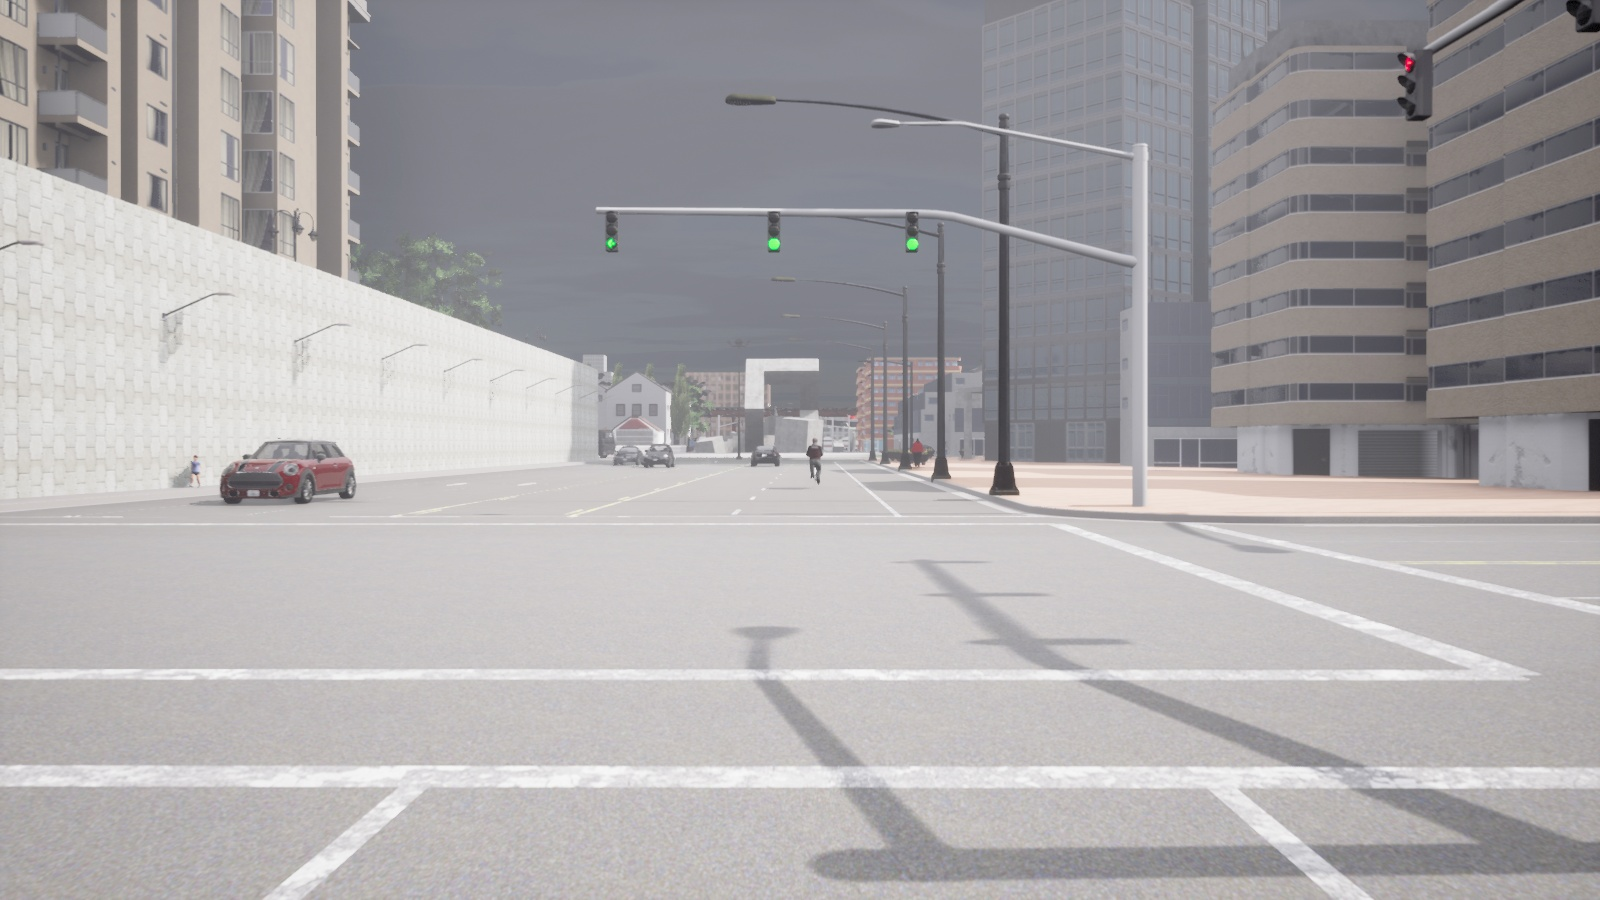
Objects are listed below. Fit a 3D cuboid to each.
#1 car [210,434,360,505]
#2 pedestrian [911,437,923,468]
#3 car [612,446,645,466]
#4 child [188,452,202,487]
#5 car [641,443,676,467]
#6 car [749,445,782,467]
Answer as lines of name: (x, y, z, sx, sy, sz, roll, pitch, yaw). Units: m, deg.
car: (-13.603, 0.473, 33.486, 2.097, 1.767, 4.553, 0, 0, 1)
pedestrian: (7.073, 0.133, 75.807, 0.634, 1.844, 0.899, 0, 0, -2)
car: (-12.889, 0.419, 94.737, 1.812, 1.442, 4.674, 0, 0, 1)
child: (-19.312, 0.621, 40.070, 0.255, 1.110, 0.394, 0, 0, -1)
car: (-9.507, 0.331, 84.581, 1.851, 1.617, 3.988, 0, 0, 1)
car: (-2.446, 0.420, 89.720, 2.163, 1.488, 4.792, 0, 0, 1)
